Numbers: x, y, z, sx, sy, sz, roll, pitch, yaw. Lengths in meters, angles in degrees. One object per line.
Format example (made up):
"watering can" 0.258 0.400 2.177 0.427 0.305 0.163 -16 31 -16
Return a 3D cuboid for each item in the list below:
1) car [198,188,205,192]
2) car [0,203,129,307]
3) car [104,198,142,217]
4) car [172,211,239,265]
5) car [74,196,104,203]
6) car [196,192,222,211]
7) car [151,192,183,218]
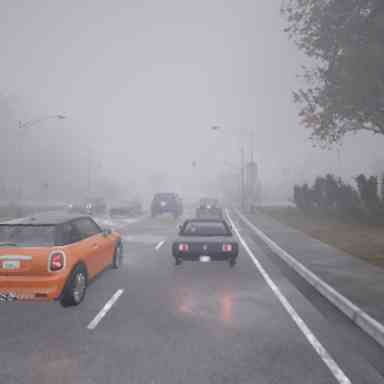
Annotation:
"car" 2.538 0.364 95.139 2.128 1.511 4.902 0 1 4
"car" -3.167 1.317 8.096 2.097 1.767 4.553 0 0 2
"car" -5.695 1.291 28.948 1.882 1.535 5.008 0 0 4
"car" 0.461 1.553 11.432 1.895 1.301 4.718 0 0 3
"car" -9.168 1.156 29.431 2.097 1.767 4.553 0 1 4
"car" 1.455 1.180 28.229 2.097 1.767 4.553 0 1 4
"car" -2.055 1.044 28.293 2.150 2.045 5.566 0 0 4
